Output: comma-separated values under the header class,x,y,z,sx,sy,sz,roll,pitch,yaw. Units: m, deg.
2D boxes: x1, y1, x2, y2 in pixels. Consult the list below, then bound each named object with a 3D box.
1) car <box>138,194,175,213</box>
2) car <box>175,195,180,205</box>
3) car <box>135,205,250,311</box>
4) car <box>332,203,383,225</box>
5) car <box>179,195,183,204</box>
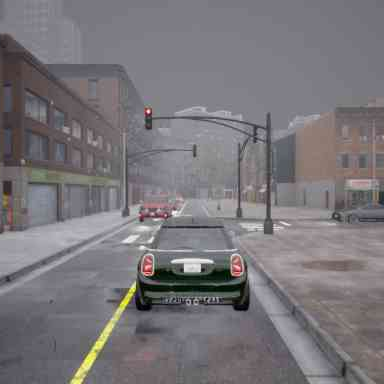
class,x,y,z,sx,sy,sz,roll,pitch,yaw
car,-2.800,1.223,26.322,2.150,2.045,5.566,0,0,0
car,-2.770,1.514,40.790,1.837,1.490,4.892,0,1,0
car,0.023,1.352,7.933,2.097,1.767,4.553,0,0,0
car,12.059,1.489,23.257,4.181,1.385,1.994,0,0,0
car,-2.693,1.389,62.135,2.097,1.767,4.553,0,0,1
